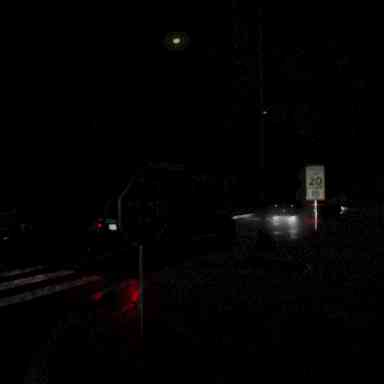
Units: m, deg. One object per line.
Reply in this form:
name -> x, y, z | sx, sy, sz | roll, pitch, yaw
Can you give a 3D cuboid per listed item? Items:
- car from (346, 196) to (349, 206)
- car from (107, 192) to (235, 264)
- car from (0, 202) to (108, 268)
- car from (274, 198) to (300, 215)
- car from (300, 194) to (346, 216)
car -> 19.086, 1.065, 43.269 | 1.882, 1.535, 5.008 | -1, -1, 36
car -> -0.613, 1.028, 11.410 | 2.150, 2.045, 5.566 | -1, 0, 36
car -> -5.170, 1.259, 10.161 | 2.097, 1.767, 4.553 | -1, 0, 36
car -> 8.955, 1.249, 29.528 | 1.895, 1.301, 4.718 | -1, 0, 36
car -> 10.696, 1.108, 26.921 | 1.837, 1.490, 4.892 | -1, 0, 36
